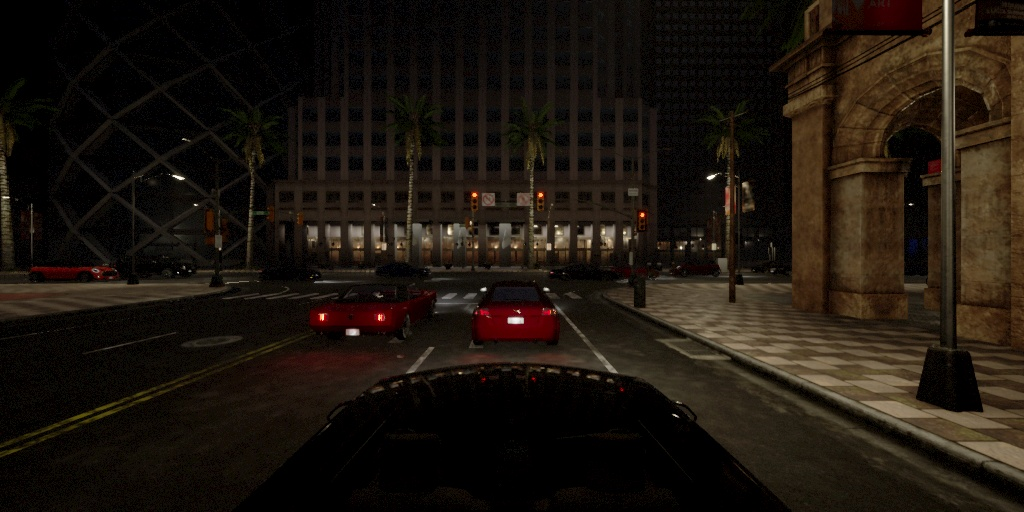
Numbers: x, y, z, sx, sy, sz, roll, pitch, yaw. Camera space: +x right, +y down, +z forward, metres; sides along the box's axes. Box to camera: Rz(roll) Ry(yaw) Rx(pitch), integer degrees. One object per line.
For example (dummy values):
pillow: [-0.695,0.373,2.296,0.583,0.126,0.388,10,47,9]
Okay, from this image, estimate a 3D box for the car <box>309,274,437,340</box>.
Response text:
car: [-3.417,1.351,9.939,1.895,1.301,4.718,0,0,0]

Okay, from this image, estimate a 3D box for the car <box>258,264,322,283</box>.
car: [-17.218,1.314,27.929,4.181,1.385,1.994,0,0,0]

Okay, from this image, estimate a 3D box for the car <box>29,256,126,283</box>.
car: [-33.253,1.102,27.375,4.553,1.767,2.097,0,0,-10]

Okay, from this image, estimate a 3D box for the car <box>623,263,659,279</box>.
car: [10.617,1.314,31.389,4.181,1.385,1.994,0,0,0]

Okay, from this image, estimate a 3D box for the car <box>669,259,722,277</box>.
car: [17.817,1.102,35.066,4.553,1.767,2.097,0,0,0]

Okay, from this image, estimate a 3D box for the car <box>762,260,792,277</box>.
car: [27.886,1.242,35.036,4.902,1.511,2.128,0,0,0]

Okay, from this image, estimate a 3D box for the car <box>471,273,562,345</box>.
car: [0.082,1.314,9.476,1.994,1.385,4.181,0,0,0]

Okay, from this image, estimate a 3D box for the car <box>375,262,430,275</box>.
car: [-9.535,1.276,31.429,4.674,1.442,1.812,0,0,0]

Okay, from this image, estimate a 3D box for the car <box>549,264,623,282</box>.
car: [5.460,1.297,27.904,5.357,1.411,2.033,0,0,0]

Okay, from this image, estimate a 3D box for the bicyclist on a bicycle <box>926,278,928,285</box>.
bicyclist on a bicycle: [24.678,1.051,20.563,0.582,1.620,1.656,0,0,0]

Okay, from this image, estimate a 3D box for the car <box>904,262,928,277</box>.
car: [37.900,1.298,34.995,5.357,1.411,2.033,0,0,0]

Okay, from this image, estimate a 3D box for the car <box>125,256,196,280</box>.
car: [-30.980,0.972,31.159,5.566,2.045,2.150,0,0,-5]
